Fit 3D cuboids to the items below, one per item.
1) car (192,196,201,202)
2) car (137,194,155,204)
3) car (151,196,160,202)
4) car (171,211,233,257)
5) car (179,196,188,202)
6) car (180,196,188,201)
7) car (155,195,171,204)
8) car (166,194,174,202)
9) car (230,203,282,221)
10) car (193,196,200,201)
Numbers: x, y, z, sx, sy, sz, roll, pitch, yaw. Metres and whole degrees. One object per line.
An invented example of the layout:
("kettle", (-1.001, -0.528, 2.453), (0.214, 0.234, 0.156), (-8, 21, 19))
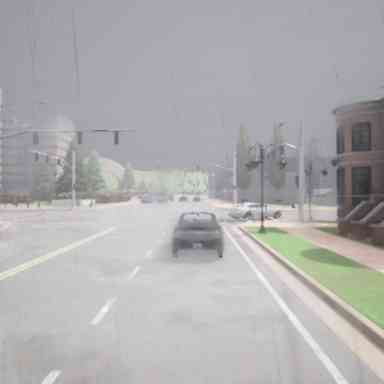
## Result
("car", (1.160, 1.746, 84.333), (1.882, 1.535, 5.008), (0, 0, 1))
("car", (-9.547, 1.585, 69.553), (2.097, 1.767, 4.553), (0, 0, 1))
("car", (-9.329, 1.755, 85.178), (1.882, 1.535, 5.008), (0, 0, 1))
("car", (0.230, 1.536, 13.186), (2.128, 1.511, 4.902), (0, 0, 1))
("car", (-2.340, 1.768, 84.382), (1.837, 1.490, 4.892), (0, 0, 1))
("car", (-2.195, 1.722, 94.751), (1.994, 1.385, 4.181), (0, 0, 1))
("car", (-6.049, 1.825, 69.434), (1.895, 1.301, 4.718), (0, 0, 1))
("car", (-5.830, 1.503, 85.095), (2.150, 2.045, 5.566), (0, 0, 1))
("car", (5.369, 1.621, 28.027), (4.674, 1.442, 1.812), (0, -1, -23))
("car", (1.305, 1.723, 94.702), (1.994, 1.385, 4.181), (0, 0, 1))
